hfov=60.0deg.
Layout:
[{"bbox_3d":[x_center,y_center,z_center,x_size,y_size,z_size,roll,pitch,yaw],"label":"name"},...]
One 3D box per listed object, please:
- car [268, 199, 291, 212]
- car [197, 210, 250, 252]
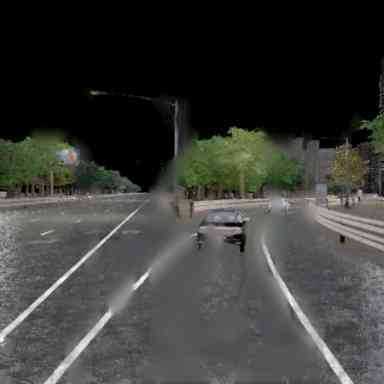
[{"bbox_3d":[10.580,1.600,39.989,1.812,1.442,4.674,0,0,28],"label":"car"},{"bbox_3d":[1.400,1.507,14.162,2.128,1.511,4.902,0,0,10],"label":"car"}]
